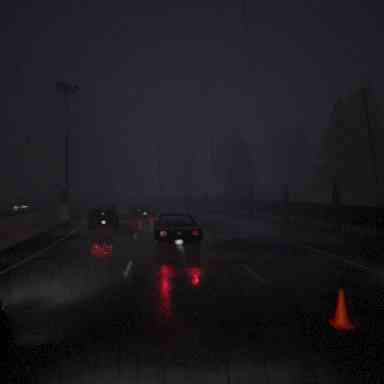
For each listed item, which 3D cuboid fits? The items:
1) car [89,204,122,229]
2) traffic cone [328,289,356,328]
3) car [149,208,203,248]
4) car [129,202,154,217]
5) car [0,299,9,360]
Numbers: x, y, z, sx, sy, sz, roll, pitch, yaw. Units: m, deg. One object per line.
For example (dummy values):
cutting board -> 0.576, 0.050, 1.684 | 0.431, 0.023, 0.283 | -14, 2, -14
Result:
car -> -5.804, 1.546, 22.210 | 1.837, 1.490, 4.892 | 0, 0, -13
traffic cone -> 2.541, 1.958, 5.662 | 0.340, 0.580, 0.340 | 0, 0, 1
car -> -0.807, 1.622, 14.953 | 1.895, 1.301, 4.718 | 0, 0, -8
car -> -4.952, 1.652, 32.274 | 1.895, 1.301, 4.718 | 0, 0, -18
car -> -3.186, 1.501, 2.269 | 2.128, 1.511, 4.902 | 0, 0, -1
